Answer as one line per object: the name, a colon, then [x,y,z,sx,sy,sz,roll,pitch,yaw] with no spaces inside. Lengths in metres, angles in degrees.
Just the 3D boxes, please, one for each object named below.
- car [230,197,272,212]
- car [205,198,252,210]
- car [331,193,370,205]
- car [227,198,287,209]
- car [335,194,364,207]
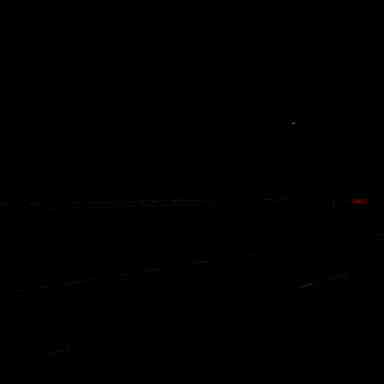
car: [7.014,1.427,39.064,5.008,1.535,1.882,0,0,-35]
car: [3.285,1.444,27.824,5.008,1.535,1.882,0,0,-35]
car: [18.579,1.154,38.716,5.566,2.045,2.150,0,0,-35]
car: [5.255,1.471,24.930,4.892,1.490,1.837,0,0,-35]
car: [24.307,1.273,51.308,4.553,1.767,2.097,0,0,-35]
